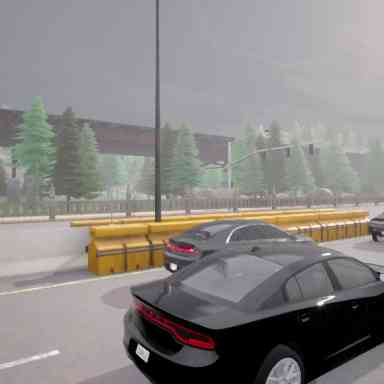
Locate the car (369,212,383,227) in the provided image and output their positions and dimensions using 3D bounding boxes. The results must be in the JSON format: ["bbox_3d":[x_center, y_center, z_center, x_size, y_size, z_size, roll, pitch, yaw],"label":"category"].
[{"bbox_3d":[9.950,1.491,15.145,4.902,1.511,2.128,0,0,-36],"label":"car"}]

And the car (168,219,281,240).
[{"bbox_3d":[1.543,1.504,9.148,4.892,1.490,1.837,0,0,-35],"label":"car"}]

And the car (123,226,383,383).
[{"bbox_3d":[1.512,1.478,4.823,5.008,1.535,1.882,0,0,-36],"label":"car"}]
